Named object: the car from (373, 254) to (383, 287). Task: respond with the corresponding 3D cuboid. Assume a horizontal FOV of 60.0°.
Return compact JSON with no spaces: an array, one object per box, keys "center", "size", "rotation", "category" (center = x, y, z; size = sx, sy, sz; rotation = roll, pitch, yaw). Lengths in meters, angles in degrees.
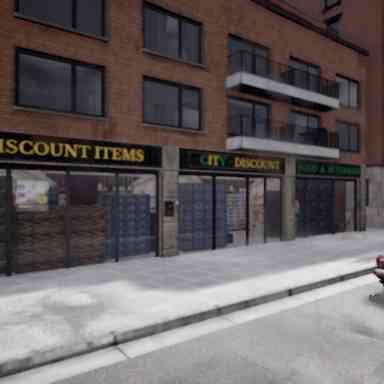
[{"center":[6.283,1.602,7.842],"size":[4.718,1.301,1.895],"rotation":[0,0,-35],"category":"car"}]
